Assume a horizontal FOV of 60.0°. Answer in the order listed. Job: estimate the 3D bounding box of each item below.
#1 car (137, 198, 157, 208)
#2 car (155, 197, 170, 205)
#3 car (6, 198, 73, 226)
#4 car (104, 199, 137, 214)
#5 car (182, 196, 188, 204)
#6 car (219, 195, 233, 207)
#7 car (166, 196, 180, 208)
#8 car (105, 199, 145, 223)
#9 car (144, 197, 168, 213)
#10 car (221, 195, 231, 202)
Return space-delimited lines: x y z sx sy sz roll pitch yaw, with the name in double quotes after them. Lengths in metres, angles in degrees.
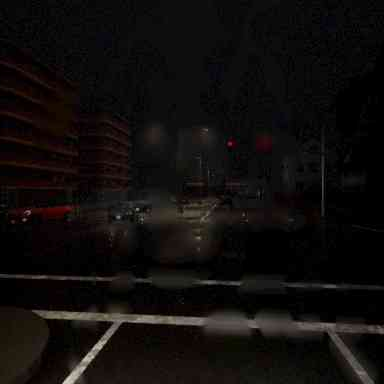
-6.643 1.601 49.376 1.895 1.301 4.718 0 0 6 "car"
-5.369 1.564 61.418 1.994 1.385 4.181 0 0 7 "car"
-10.630 1.352 23.457 2.097 1.767 4.553 0 0 22 "car"
-7.903 1.547 37.189 2.033 1.411 5.357 0 0 6 "car"
-1.824 1.503 61.732 1.837 1.490 4.892 0 0 6 "car"
5.458 1.505 52.744 1.837 1.490 4.892 0 0 6 "car"
-3.220 1.492 48.445 2.128 1.511 4.902 0 0 6 "car"
-5.151 1.492 25.401 2.128 1.511 4.902 0 0 -2 "car"
-4.386 1.601 37.206 1.895 1.301 4.718 0 0 6 "car"
7.730 1.523 75.654 2.128 1.511 4.902 0 0 6 "car"
